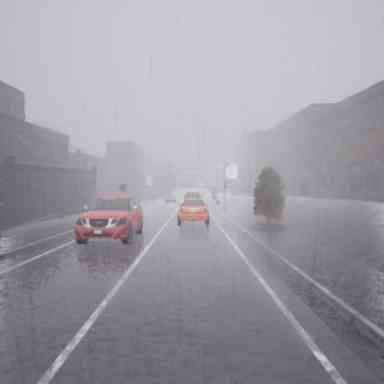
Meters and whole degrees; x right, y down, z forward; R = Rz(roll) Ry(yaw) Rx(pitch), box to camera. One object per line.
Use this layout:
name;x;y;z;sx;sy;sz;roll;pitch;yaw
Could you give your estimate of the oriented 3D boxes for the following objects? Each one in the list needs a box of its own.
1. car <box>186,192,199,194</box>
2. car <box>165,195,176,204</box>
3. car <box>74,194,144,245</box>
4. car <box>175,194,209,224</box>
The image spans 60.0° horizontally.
car;0.040;1.009;43.044;2.150;2.045;5.566;0;0;0
car;-3.511;1.249;56.741;1.837;1.490;4.892;0;0;1
car;-3.598;1.155;15.479;2.150;2.045;5.566;0;0;0
car;0.091;1.238;23.578;2.097;1.767;4.553;0;0;0
